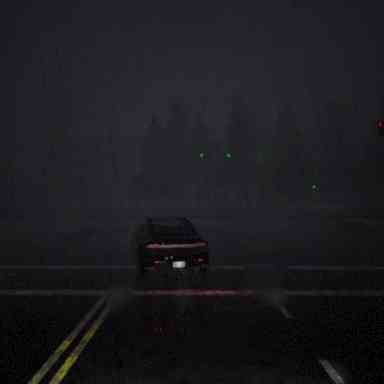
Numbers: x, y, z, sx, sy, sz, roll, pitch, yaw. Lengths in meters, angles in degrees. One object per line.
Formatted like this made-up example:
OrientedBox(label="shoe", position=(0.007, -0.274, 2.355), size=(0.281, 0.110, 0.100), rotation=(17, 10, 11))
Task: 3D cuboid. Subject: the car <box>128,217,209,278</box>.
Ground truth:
OrientedBox(label="car", position=(-0.859, 1.507, 10.296), size=(2.128, 1.511, 4.902), rotation=(0, 0, -13))
